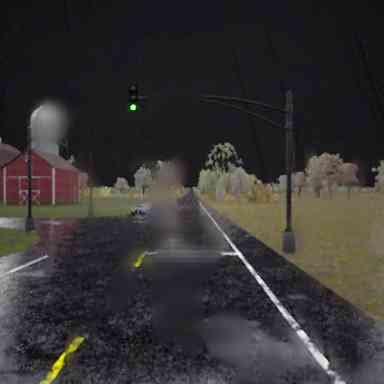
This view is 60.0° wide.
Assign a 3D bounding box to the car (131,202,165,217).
[{"bbox_3d":[-4.432,1.760,34.200,1.994,1.385,4.181,1,0,24],"label":"car"}]
